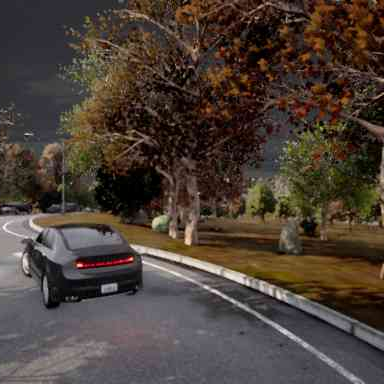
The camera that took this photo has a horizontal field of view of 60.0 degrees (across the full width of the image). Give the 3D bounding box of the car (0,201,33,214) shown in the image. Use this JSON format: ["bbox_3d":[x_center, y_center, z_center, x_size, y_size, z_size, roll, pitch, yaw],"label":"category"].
[{"bbox_3d":[-20.309,1.816,38.589,2.128,1.511,4.902,0,-2,-1],"label":"car"}]

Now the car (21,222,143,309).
[{"bbox_3d":[-2.829,1.498,8.073,1.837,1.490,4.892,0,0,-33],"label":"car"}]

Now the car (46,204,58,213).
[{"bbox_3d":[-20.512,2.568,50.607,1.812,1.442,4.674,0,-4,-1],"label":"car"}]

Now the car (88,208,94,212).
[{"bbox_3d":[-20.727,3.802,65.846,1.812,1.442,4.674,0,-5,-1],"label":"car"}]

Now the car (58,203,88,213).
[{"bbox_3d":[-16.745,2.288,47.090,1.837,1.490,4.892,0,-4,-1],"label":"car"}]
